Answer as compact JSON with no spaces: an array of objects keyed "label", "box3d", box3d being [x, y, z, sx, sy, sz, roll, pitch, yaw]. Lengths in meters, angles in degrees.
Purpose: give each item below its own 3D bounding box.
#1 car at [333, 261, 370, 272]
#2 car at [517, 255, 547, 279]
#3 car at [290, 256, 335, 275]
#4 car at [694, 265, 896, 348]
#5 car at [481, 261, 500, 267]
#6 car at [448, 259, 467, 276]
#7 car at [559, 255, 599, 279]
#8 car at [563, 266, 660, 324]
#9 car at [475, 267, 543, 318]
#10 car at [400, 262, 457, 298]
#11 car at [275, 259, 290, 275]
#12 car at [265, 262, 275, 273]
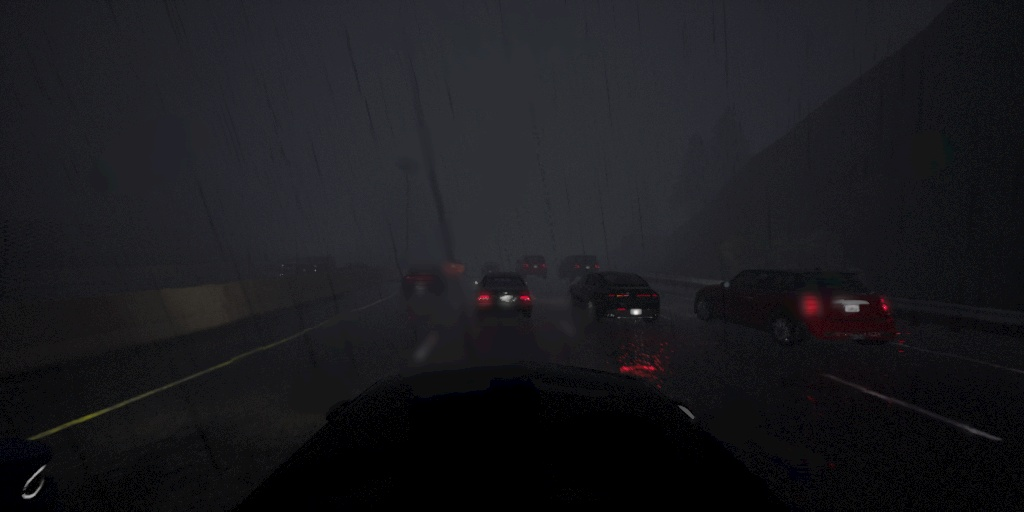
[{"label":"car","box3d":[-16.500,1.359,37.409,1.895,1.301,4.718,0,0,-5]},{"label":"car","box3d":[1.706,0.945,31.838,2.150,2.045,5.566,0,0,-5]},{"label":"car","box3d":[-19.967,0.988,36.842,2.150,2.045,5.566,0,0,-5]},{"label":"car","box3d":[6.811,1.081,9.393,2.097,1.767,4.553,0,0,-2]},{"label":"car","box3d":[-2.119,1.254,35.688,1.812,1.442,4.674,0,0,-5]},{"label":"car","box3d":[-5.706,1.088,36.604,2.097,1.767,4.553,0,0,-5]},{"label":"car","box3d":[5.424,0.939,29.309,2.150,2.045,5.566,0,0,-5]},{"label":"car","box3d":[3.181,1.240,11.992,1.837,1.490,4.892,0,0,-3]},{"label":"car","box3d":[-0.347,1.290,13.026,2.033,1.411,5.357,0,0,-4]},{"label":"car","box3d":[-4.258,1.238,18.413,2.128,1.511,4.902,0,0,-4]},{"label":"car","box3d":[-23.781,0.993,40.598,2.150,2.045,5.566,0,0,-5]},{"label":"car","box3d":[-27.488,1.130,43.116,2.097,1.767,4.553,0,0,-4]}]
